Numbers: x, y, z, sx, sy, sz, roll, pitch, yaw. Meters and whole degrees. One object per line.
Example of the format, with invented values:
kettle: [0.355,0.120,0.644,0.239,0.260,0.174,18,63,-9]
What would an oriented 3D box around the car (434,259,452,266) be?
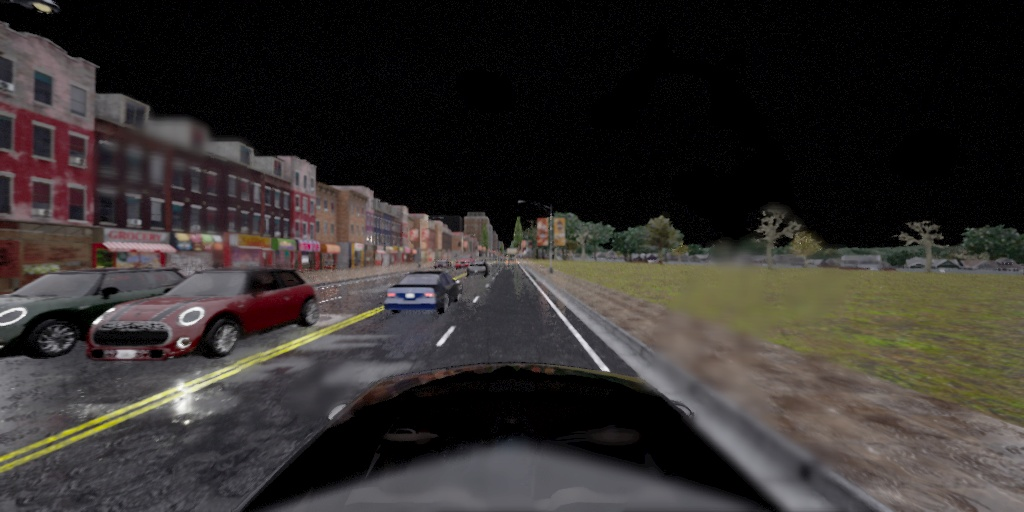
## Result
car: [-9.818,1.183,51.040,1.994,1.385,4.181,0,0,0]

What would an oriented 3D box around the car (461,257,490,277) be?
car: [-3.146,1.157,33.829,2.128,1.511,4.902,0,0,0]

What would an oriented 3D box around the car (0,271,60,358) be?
car: [-9.850,1.082,8.352,2.097,1.767,4.553,0,0,0]

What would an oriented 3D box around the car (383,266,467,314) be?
car: [-3.148,1.263,13.574,2.033,1.411,5.357,0,0,0]

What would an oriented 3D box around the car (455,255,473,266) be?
car: [-6.573,0.843,50.269,2.150,2.045,5.566,0,0,0]

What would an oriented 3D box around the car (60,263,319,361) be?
car: [-6.600,1.082,8.382,2.097,1.767,4.553,0,0,0]
